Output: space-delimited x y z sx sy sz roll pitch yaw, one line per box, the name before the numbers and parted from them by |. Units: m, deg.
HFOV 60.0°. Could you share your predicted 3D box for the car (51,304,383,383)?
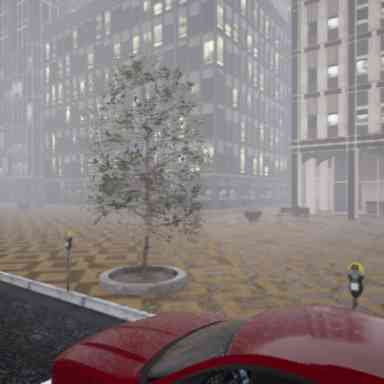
car | 0.790 1.546 2.305 4.507 1.381 1.887 0 0 36
